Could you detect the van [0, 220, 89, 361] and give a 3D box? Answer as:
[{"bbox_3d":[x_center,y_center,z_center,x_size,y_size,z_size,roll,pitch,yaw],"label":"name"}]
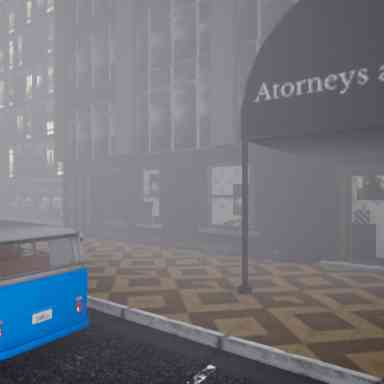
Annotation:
[{"bbox_3d":[-3.405,1.341,5.287,3.998,1.788,1.690,0,0,35],"label":"van"}]
